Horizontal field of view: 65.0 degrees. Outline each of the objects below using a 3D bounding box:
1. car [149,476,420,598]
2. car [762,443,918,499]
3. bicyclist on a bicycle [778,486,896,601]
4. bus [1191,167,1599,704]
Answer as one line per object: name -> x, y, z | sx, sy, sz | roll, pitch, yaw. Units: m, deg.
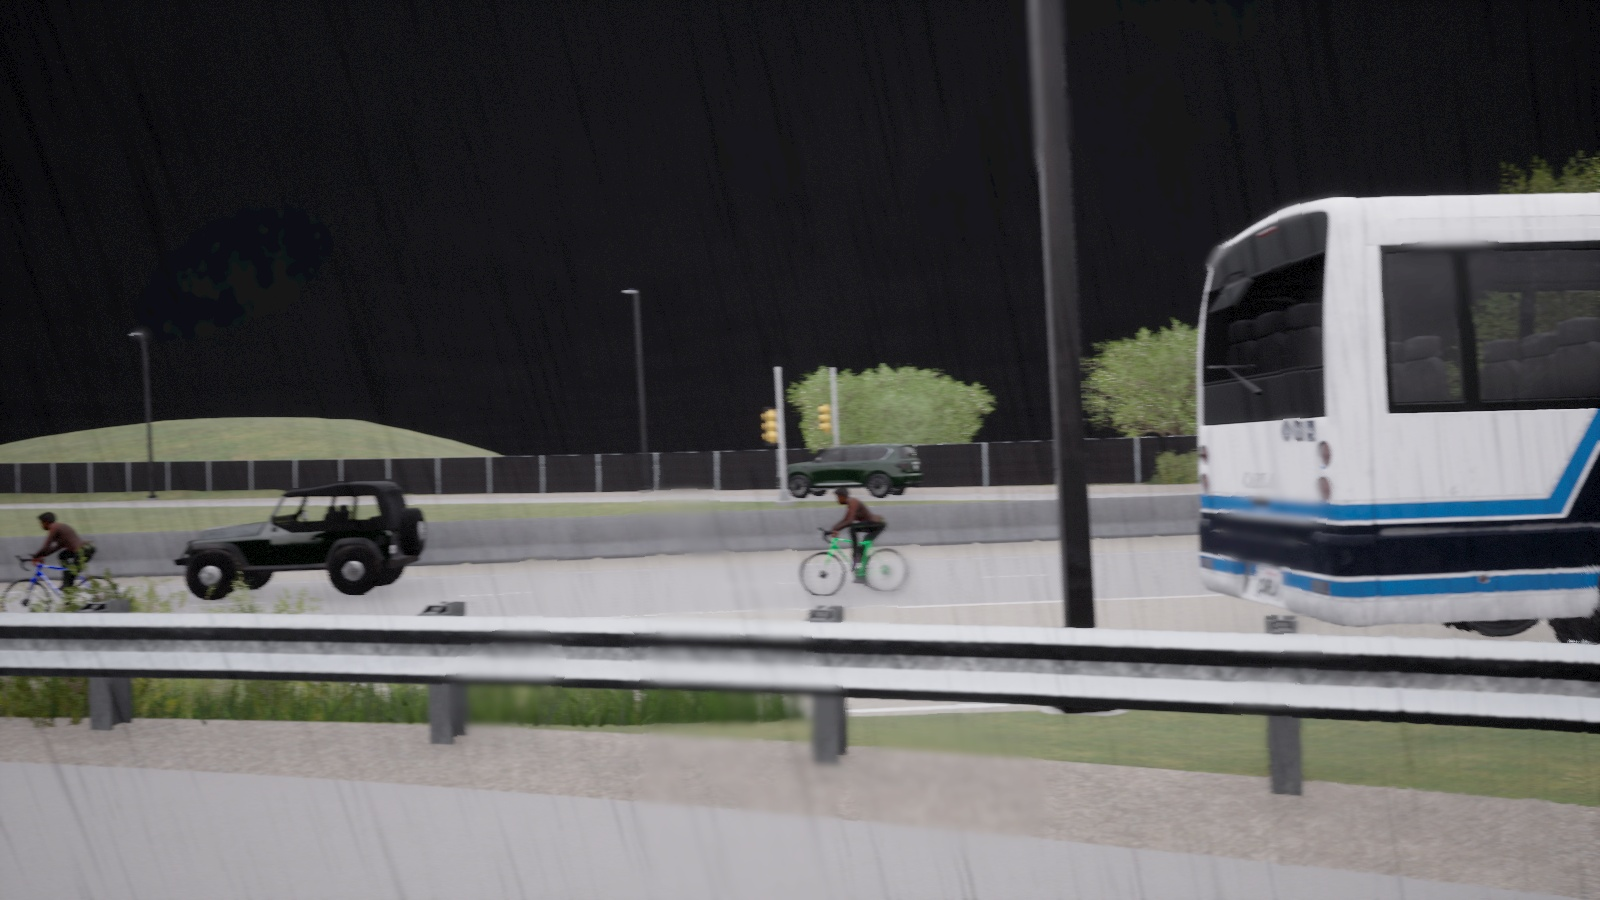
car -> -8.759, 1.449, 21.606 | 3.866, 1.878, 1.905 | -1, 0, -4
car -> 1.545, 0.824, 48.537 | 5.566, 2.045, 2.150 | -1, 0, 23
bicyclist on a bicycle -> 0.541, 1.377, 18.685 | 1.656, 1.620, 0.582 | -2, 0, -4
bus -> 9.630, -0.206, 12.255 | 10.273, 4.253, 3.944 | -1, 0, -4
